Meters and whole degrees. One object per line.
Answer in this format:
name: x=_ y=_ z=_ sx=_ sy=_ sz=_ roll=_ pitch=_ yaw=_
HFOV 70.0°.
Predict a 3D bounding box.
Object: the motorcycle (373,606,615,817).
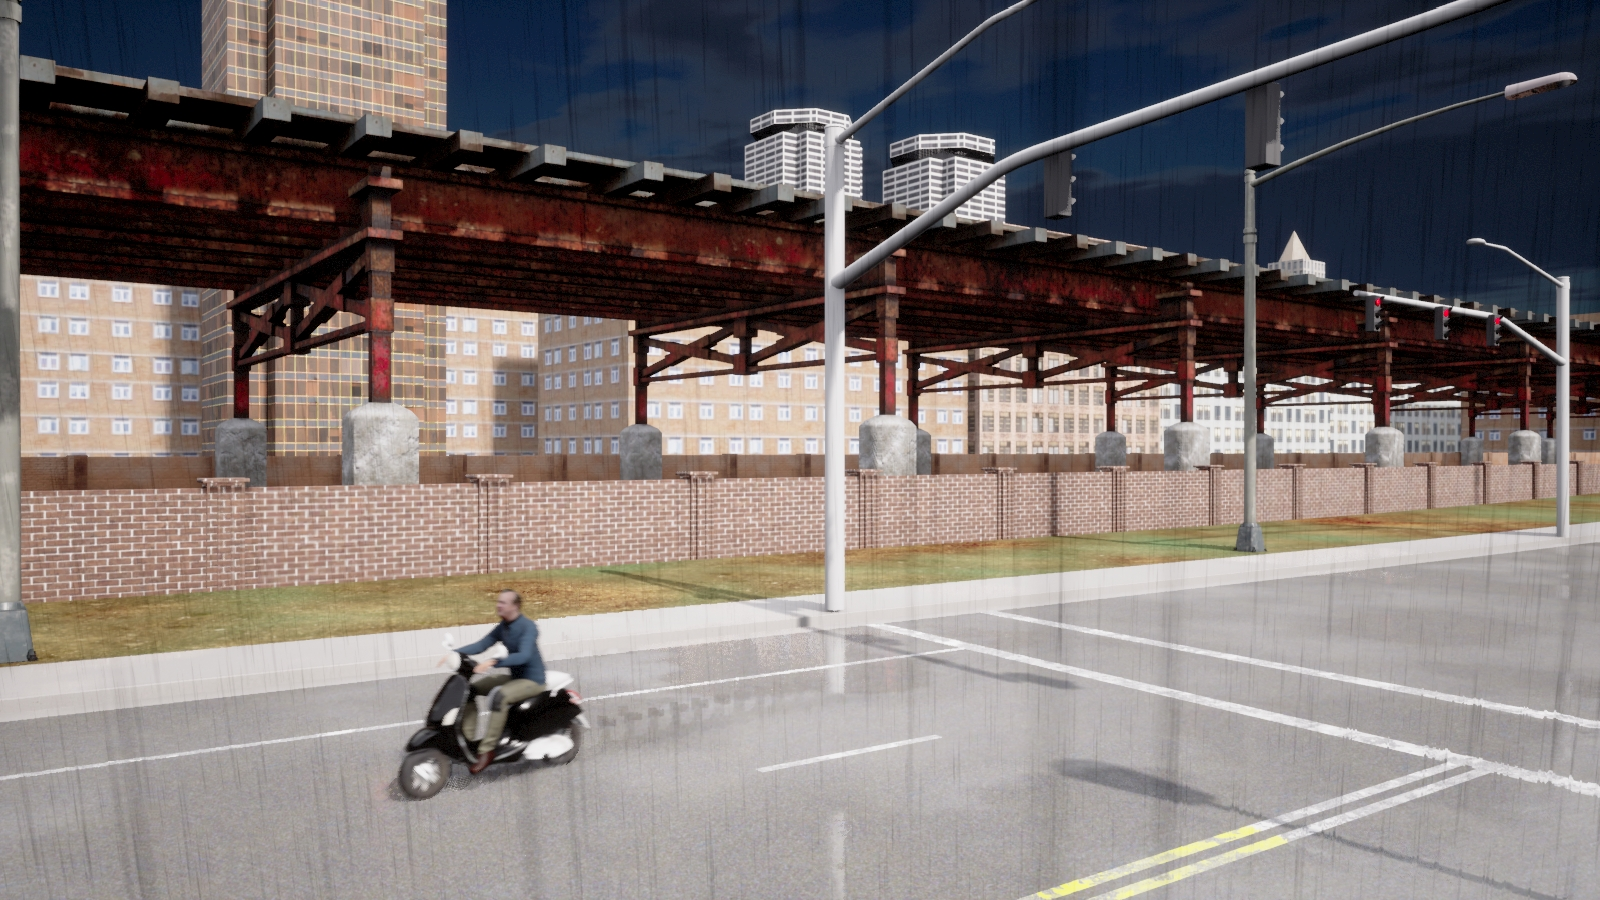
motorcycle: x=-2.554 y=2.129 z=9.685 sx=0.856 sy=1.341 sz=1.805 roll=1 pitch=1 yaw=42
